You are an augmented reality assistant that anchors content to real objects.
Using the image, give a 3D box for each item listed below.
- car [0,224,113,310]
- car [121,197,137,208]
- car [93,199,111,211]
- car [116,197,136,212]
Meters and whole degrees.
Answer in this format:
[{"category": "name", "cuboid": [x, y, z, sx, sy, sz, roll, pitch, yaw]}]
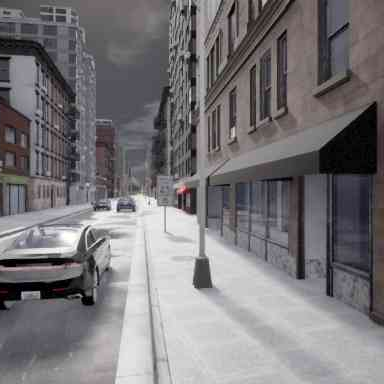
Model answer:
[{"category": "car", "cuboid": [-3.030, 1.497, 7.893, 2.128, 1.511, 4.902, 0, 0, -9]}, {"category": "car", "cuboid": [-9.432, 1.562, 49.845, 2.128, 1.511, 4.902, 0, 0, -9]}, {"category": "car", "cuboid": [-11.324, 1.604, 42.339, 2.033, 1.411, 5.357, 0, 0, -9]}, {"category": "car", "cuboid": [-7.865, 1.402, 39.966, 2.097, 1.767, 4.553, 0, 0, -8]}]
